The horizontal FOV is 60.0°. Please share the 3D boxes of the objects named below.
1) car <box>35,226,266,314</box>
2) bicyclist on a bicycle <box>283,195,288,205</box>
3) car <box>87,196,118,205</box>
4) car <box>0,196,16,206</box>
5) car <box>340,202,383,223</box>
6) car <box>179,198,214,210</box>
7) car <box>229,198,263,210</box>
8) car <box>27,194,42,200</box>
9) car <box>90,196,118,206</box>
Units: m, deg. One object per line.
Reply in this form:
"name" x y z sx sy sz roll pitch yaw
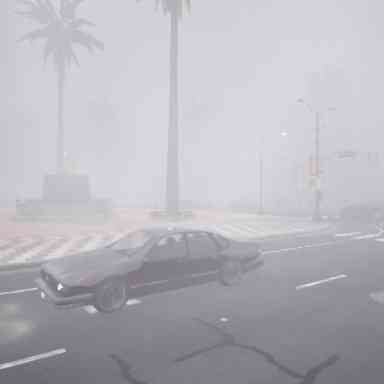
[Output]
"car" -0.637 1.547 7.807 5.357 1.411 2.033 0 0 -36
"bicyclist on a bicycle" 15.280 1.301 54.441 0.582 1.620 1.656 0 0 42
"car" -15.829 1.492 59.107 4.902 1.511 2.128 0 0 2
"car" -31.100 1.505 53.609 4.892 1.490 1.837 0 0 -16
"car" 13.332 1.564 25.435 1.994 1.385 4.181 0 0 -13
"car" 0.177 1.547 43.386 5.357 1.411 2.033 0 0 35
"car" 6.778 1.526 42.116 1.812 1.442 4.674 0 0 -45
"car" -26.037 1.221 58.550 5.566 2.045 2.150 0 0 -10
"car" -13.971 1.351 51.894 4.553 1.767 2.097 0 0 5
